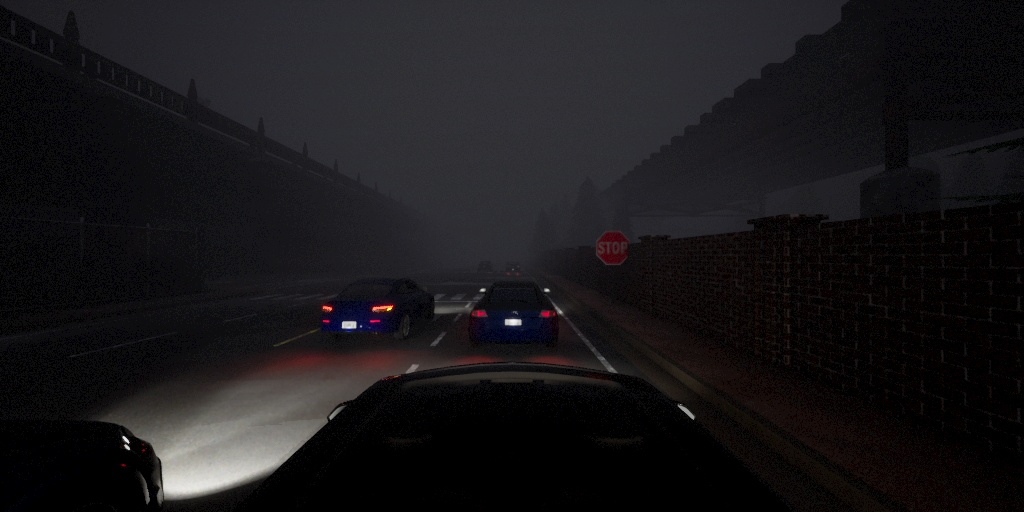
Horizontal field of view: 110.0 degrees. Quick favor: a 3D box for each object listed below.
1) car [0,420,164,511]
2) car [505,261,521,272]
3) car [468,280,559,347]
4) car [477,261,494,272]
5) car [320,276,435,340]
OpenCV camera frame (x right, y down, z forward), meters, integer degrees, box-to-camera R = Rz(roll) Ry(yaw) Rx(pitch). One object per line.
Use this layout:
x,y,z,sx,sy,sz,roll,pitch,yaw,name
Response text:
-3.398,1.314,0.709,1.994,1.385,4.181,0,0,0,car
0.097,1.351,46.101,1.895,1.301,4.718,0,0,-1,car
0.069,1.314,9.283,1.994,1.385,4.181,0,0,1,car
-3.398,1.297,45.932,2.033,1.411,5.357,0,0,-1,car
-3.413,1.276,9.805,1.812,1.442,4.674,0,0,0,car
